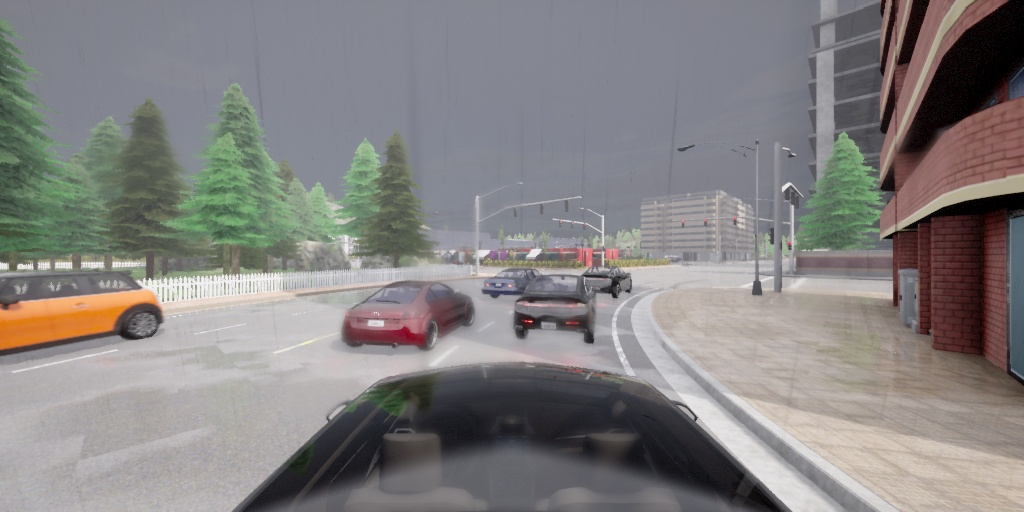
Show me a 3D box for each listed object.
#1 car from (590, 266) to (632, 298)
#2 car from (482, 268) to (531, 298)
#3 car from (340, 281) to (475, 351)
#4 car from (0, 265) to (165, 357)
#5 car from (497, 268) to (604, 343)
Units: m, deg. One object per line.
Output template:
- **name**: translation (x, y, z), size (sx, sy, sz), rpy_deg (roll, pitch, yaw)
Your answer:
- **car**: translation (4.856, 1.236, 18.364), size (2.128, 1.511, 4.902), rpy_deg (1, 1, 29)
- **car**: translation (0.483, 1.297, 17.855), size (2.033, 1.411, 5.357), rpy_deg (0, 0, 25)
- **car**: translation (-2.356, 1.314, 9.140), size (1.994, 1.385, 4.181), rpy_deg (0, 0, 10)
- **car**: translation (-9.986, 1.102, 7.056), size (2.097, 1.767, 4.553), rpy_deg (0, 0, 9)
- **car**: translation (1.355, 1.242, 9.807), size (2.128, 1.511, 4.902), rpy_deg (0, 0, 14)
